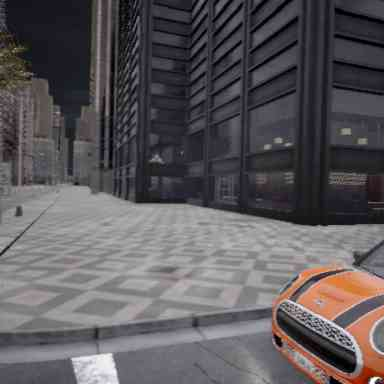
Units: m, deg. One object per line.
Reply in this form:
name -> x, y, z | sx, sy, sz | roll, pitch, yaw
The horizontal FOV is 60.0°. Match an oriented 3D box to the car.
car -> 3.378, 1.349, 4.478 | 4.553, 1.767, 2.097 | 1, 1, -20
